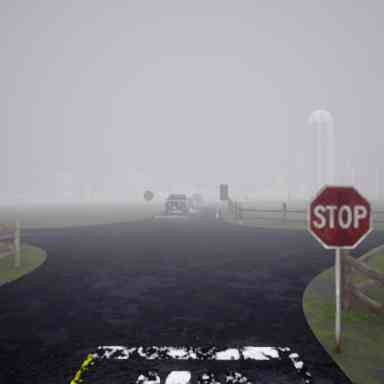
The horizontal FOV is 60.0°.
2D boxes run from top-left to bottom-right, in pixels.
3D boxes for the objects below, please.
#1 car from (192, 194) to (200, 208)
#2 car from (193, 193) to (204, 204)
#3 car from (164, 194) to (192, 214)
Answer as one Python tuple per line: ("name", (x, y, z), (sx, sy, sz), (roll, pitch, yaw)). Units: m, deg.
("car", (-0.559, 1.467, 46.897), (2.128, 1.511, 4.902), (0, 0, 6))
("car", (0.994, 1.174, 61.269), (2.150, 2.045, 5.566), (0, 1, 6))
("car", (-1.520, 1.206, 35.502), (2.150, 2.045, 5.566), (0, 0, 4))
